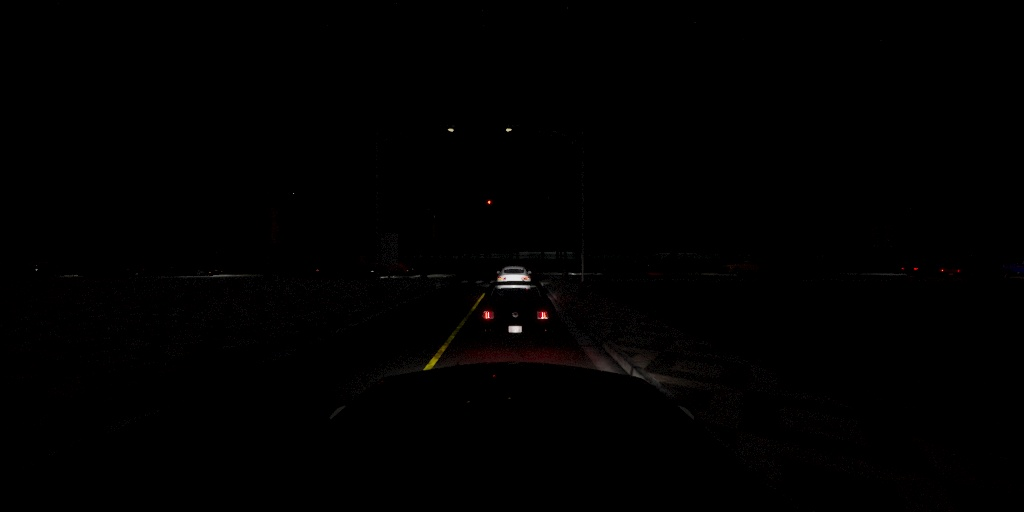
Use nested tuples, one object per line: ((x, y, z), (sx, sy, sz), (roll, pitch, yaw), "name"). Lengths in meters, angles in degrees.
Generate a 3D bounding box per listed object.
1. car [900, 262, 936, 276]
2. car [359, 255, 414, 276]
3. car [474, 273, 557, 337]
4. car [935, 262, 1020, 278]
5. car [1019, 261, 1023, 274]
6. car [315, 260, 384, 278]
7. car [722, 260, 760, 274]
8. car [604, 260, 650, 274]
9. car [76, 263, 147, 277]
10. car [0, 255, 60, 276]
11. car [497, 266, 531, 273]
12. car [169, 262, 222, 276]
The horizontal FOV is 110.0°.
((42.320, 1.303, 35.921), (5.357, 1.411, 2.033), (0, 0, 1), "car")
((-12.835, 0.968, 36.340), (5.566, 2.045, 2.150), (0, 0, 0), "car")
((0.108, 1.350, 10.237), (1.895, 1.301, 4.718), (0, 0, 1), "car")
((42.296, 1.372, 32.672), (4.718, 1.301, 1.895), (0, 0, 1), "car")
((52.275, 1.233, 35.887), (5.008, 1.535, 1.882), (0, 0, 0), "car")
((-15.143, 1.308, 33.111), (5.357, 1.411, 2.033), (0, 0, 0), "car")
((25.887, 1.217, 39.460), (5.008, 1.535, 1.882), (0, 0, 1), "car")
((12.633, 1.231, 39.575), (4.902, 1.511, 2.128), (0, 0, 0), "car")
((-36.912, 1.339, 33.160), (4.718, 1.301, 1.895), (0, 0, -1), "car")
((-49.409, 0.914, 36.134), (5.566, 2.045, 2.150), (0, 0, -3), "car")
((0.113, 1.274, 20.221), (1.812, 1.442, 4.674), (0, 0, 1), "car")
((-32.085, 1.292, 36.439), (4.181, 1.385, 1.994), (0, 0, 0), "car")
